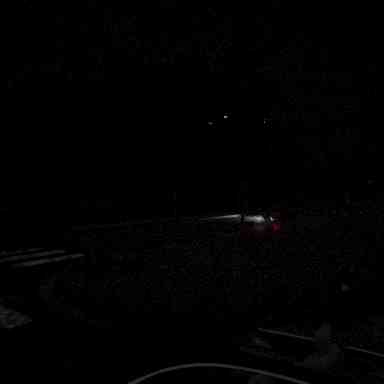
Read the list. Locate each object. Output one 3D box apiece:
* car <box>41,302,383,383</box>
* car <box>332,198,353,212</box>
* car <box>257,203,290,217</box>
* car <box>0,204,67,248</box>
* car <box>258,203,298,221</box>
[{"bbox_3d":[0.650,1.550,2.327,4.403,1.369,2.008,0,1,36],"label":"car"},{"bbox_3d":[23.774,1.960,52.494,2.150,2.045,5.566,2,0,36],"label":"car"},{"bbox_3d":[9.134,1.951,37.058,1.895,1.301,4.718,2,0,36],"label":"car"},{"bbox_3d":[-7.590,1.394,13.644,2.097,1.767,4.553,2,0,36],"label":"car"},{"bbox_3d":[8.229,1.943,30.733,1.895,1.301,4.718,2,0,36],"label":"car"}]
